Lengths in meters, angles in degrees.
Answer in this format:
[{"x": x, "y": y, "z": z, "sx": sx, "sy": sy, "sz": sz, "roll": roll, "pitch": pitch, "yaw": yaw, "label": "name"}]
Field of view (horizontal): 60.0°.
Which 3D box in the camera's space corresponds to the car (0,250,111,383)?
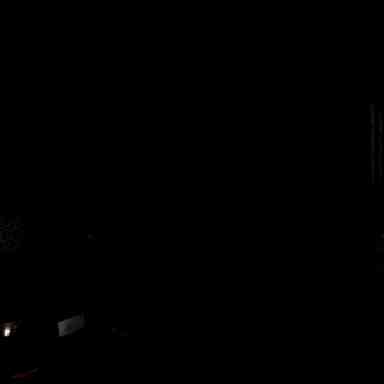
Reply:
[{"x": -3.076, "y": 1.573, "z": 5.047, "sx": 4.313, "sy": 1.339, "sz": 1.947, "roll": 0, "pitch": 0, "yaw": 36, "label": "car"}]
